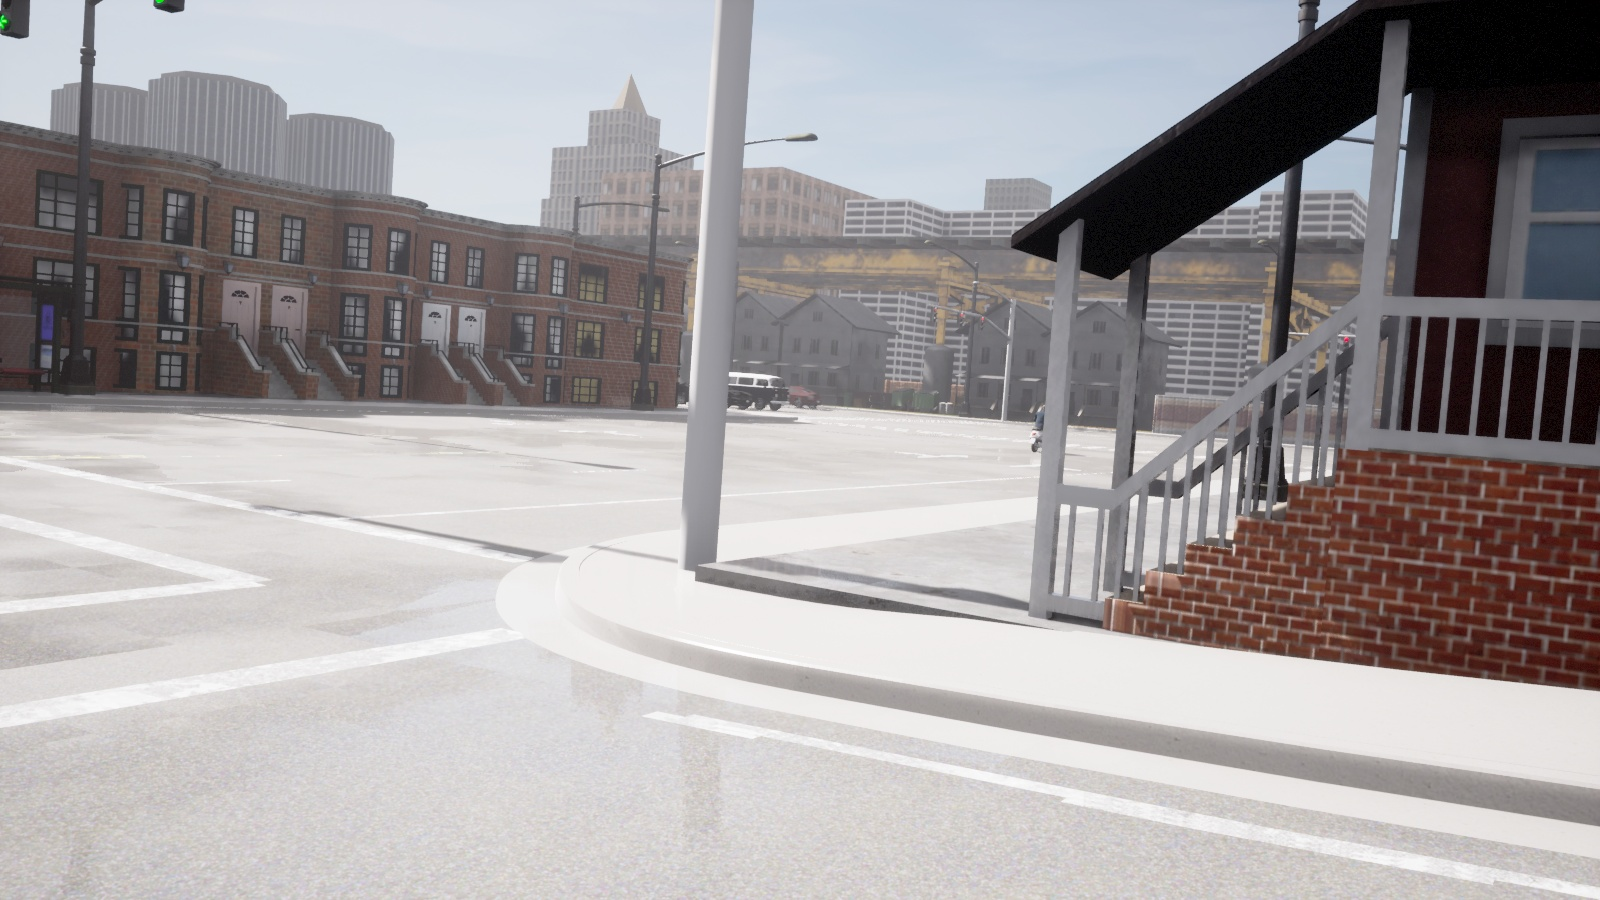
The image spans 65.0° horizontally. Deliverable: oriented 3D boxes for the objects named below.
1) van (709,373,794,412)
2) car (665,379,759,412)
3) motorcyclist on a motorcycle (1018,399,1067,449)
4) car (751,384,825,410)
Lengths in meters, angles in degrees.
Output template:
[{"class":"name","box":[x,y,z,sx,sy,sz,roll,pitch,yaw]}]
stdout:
[{"class":"van","box":[-2.795,-3.327,72.414,4.480,2.038,2.069,5,3,34]},{"class":"car","box":[-4.899,-3.033,69.610,5.008,1.535,1.882,5,4,34]},{"class":"motorcyclist on a motorcycle","box":[8.091,-0.857,41.772,0.866,1.590,1.817,5,4,34]},{"class":"car","box":[-0.806,-3.540,83.713,4.674,1.442,1.812,5,4,34]}]
